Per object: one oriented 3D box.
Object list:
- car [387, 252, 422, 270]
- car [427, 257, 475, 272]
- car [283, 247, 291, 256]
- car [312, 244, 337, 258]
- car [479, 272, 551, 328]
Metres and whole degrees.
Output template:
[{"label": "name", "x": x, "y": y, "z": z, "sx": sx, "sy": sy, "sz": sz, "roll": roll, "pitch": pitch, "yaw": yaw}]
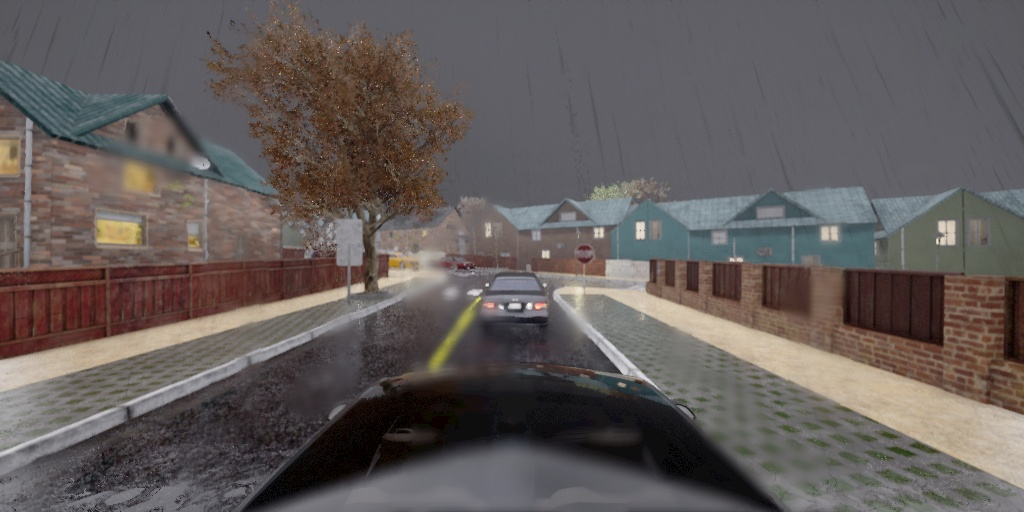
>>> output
[{"label": "car", "x": -10.697, "y": 0.429, "z": 33.851, "sx": 5.008, "sy": 1.535, "sz": 1.882, "roll": 3, "pitch": 1, "yaw": 32}, {"label": "car", "x": -5.850, "y": 0.749, "z": 34.187, "sx": 4.718, "sy": 1.301, "sz": 1.895, "roll": 3, "pitch": 1, "yaw": 34}, {"label": "car", "x": -30.822, "y": -0.475, "z": 46.467, "sx": 4.892, "sy": 1.490, "sz": 1.837, "roll": 3, "pitch": 1, "yaw": 33}, {"label": "car", "x": -19.787, "y": -0.254, "z": 39.528, "sx": 5.566, "sy": 2.045, "sz": 2.150, "roll": 3, "pitch": 1, "yaw": 33}, {"label": "car", "x": 0.115, "y": 1.180, "z": 10.840, "sx": 2.033, "sy": 1.411, "sz": 5.357, "roll": 0, "pitch": 1, "yaw": 1}]
